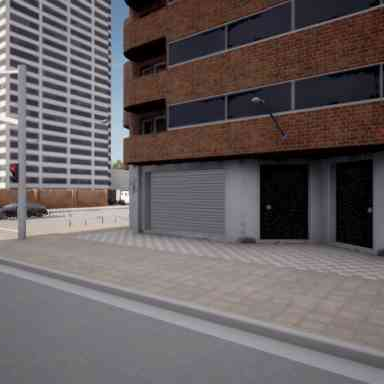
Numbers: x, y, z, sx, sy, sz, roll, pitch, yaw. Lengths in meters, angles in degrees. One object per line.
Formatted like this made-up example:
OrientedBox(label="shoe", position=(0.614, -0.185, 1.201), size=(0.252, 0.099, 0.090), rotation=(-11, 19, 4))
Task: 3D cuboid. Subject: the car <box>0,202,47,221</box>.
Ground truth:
OrientedBox(label="car", position=(-14.348, 1.524, 27.420), size=(1.812, 1.442, 4.674), rotation=(0, 0, 36))
